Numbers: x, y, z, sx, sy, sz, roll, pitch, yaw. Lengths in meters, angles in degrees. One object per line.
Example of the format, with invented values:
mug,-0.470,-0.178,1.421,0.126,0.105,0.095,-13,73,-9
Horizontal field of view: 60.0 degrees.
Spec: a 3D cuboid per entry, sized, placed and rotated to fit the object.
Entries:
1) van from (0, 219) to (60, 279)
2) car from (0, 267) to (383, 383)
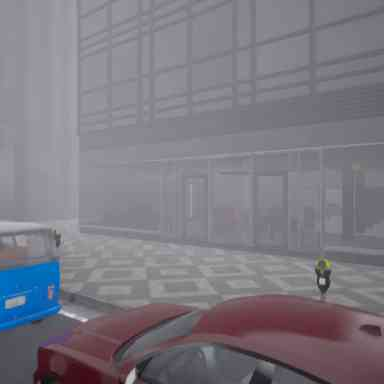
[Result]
van,-4.026,1.339,5.837,3.998,1.788,1.690,0,0,36
car,0.548,1.542,2.574,4.507,1.381,1.887,0,0,36
